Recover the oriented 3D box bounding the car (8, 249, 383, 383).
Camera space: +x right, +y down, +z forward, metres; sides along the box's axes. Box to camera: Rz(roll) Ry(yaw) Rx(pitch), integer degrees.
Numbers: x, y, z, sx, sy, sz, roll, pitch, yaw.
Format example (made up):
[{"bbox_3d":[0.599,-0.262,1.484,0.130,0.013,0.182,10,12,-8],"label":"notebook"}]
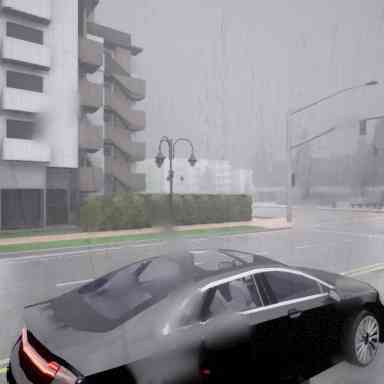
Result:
[{"bbox_3d":[0.520,1.492,4.128,4.902,1.511,2.128,0,0,-35],"label":"car"}]
